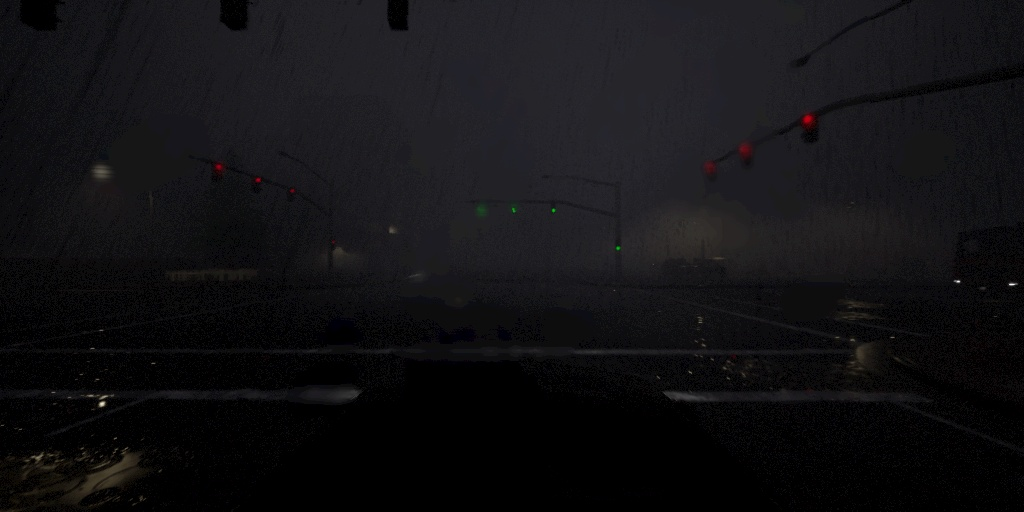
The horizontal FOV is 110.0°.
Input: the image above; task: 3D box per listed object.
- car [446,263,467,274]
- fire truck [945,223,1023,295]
[{"bbox_3d":[-7.878,1.762,50.082,1.994,1.385,4.181,0,0,0],"label":"car"},{"bbox_3d":[28.014,0.187,18.051,8.468,3.827,2.891,0,-1,1],"label":"fire truck"}]
